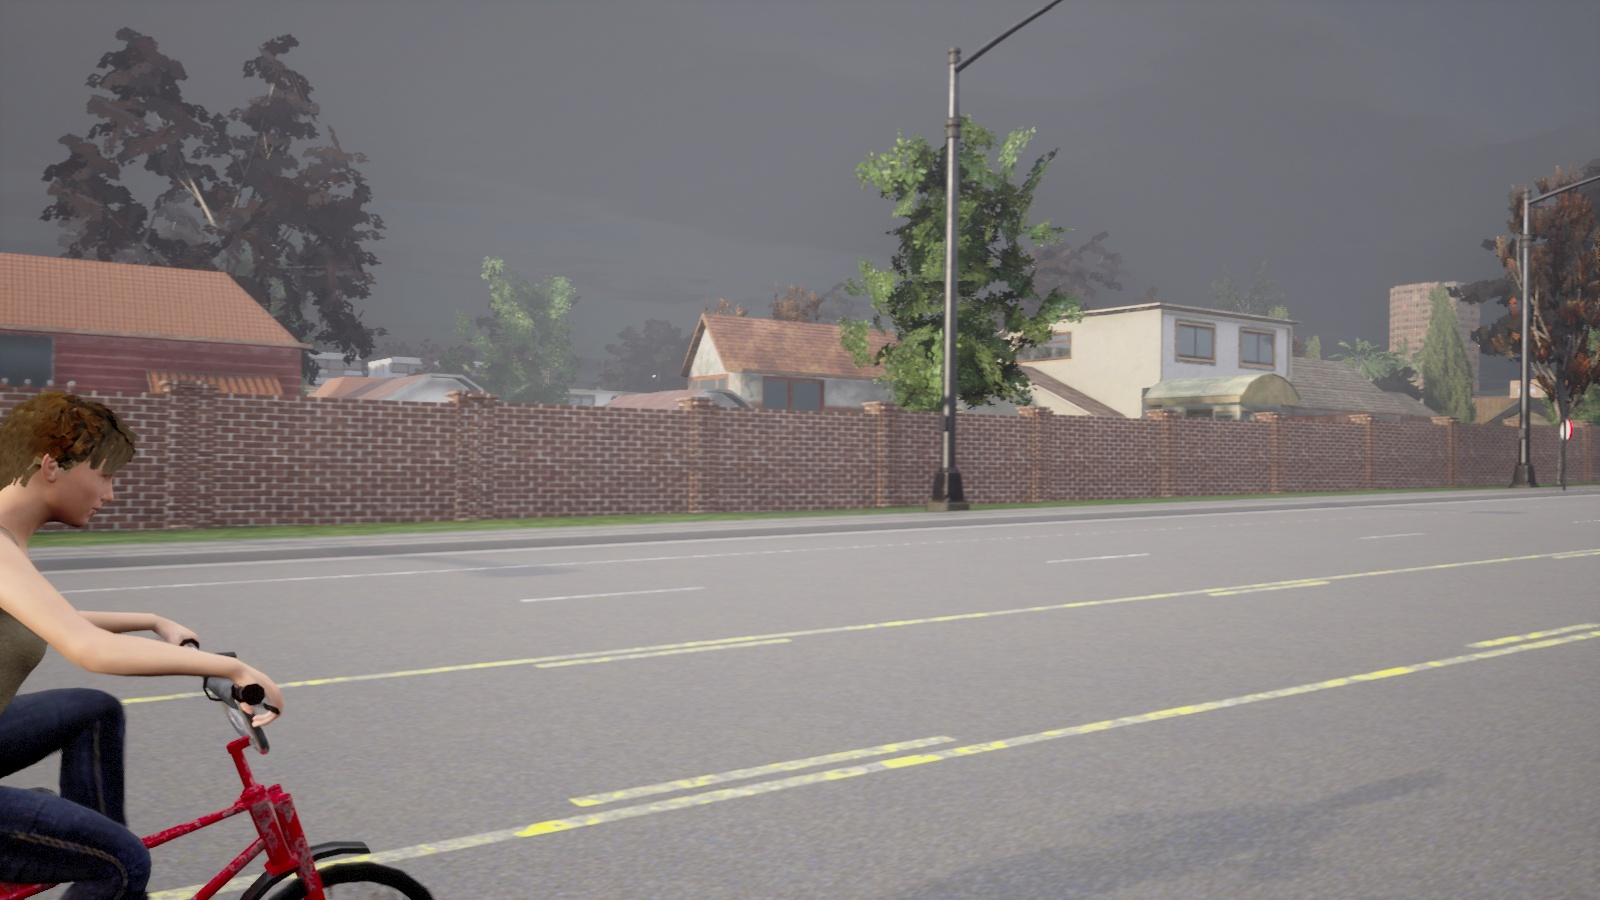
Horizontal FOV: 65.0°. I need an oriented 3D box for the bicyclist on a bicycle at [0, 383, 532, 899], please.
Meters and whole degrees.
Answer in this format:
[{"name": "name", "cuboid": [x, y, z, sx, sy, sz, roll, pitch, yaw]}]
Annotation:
[{"name": "bicyclist on a bicycle", "cuboid": [-1.448, 0.692, 2.646, 1.509, 1.612, 0.866, 0, 0, -35]}]
